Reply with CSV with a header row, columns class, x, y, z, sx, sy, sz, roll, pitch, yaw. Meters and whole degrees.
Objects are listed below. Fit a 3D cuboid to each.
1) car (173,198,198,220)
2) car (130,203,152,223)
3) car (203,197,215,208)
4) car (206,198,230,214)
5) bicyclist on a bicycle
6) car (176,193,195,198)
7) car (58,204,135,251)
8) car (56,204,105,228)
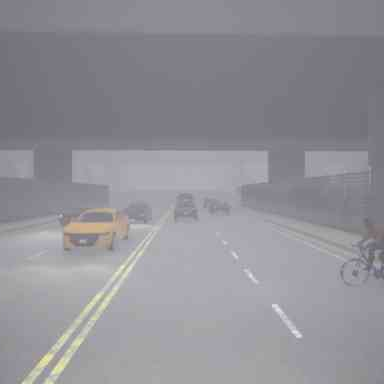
class,x,y,z,sx,sy,sz,roll,pitch,yaw
car,-0.504,1.469,27.472,2.128,1.511,4.902,0,0,-1
car,-4.139,1.530,25.654,2.033,1.411,5.357,0,0,-1
car,2.561,1.446,46.455,1.882,1.535,5.008,0,0,-1
car,2.821,1.576,35.311,1.895,1.301,4.718,0,0,-1
bicyclist on a bicycle,4.284,1.429,7.777,1.656,1.620,0.582,0,0,-1
car,-0.847,1.193,42.100,2.150,2.045,5.566,0,0,-1
car,-3.891,1.468,14.180,1.882,1.535,5.008,0,0,-1
car,-7.512,1.586,22.973,1.895,1.301,4.718,0,0,-1
